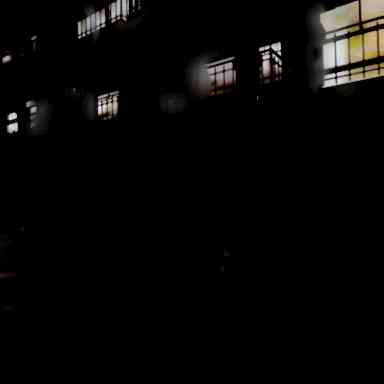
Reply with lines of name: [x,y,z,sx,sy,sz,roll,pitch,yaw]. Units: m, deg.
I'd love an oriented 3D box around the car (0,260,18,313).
car: [-5.126,1.549,6.414,4.507,1.381,1.887,0,-1,36]
